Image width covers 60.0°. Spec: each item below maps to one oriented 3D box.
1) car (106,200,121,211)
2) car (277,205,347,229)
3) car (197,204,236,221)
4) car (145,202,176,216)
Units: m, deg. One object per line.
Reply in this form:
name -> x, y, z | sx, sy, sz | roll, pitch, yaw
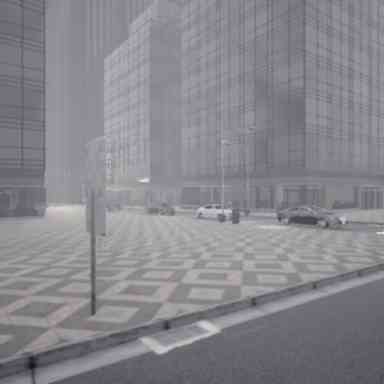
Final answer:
car -> -12.721, 2.033, 51.665 | 1.837, 1.490, 4.892 | 0, -1, -36
car -> 8.109, 1.672, 22.890 | 2.128, 1.511, 4.902 | 0, -1, -36
car -> 2.260, 1.858, 30.934 | 1.812, 1.442, 4.674 | 0, -1, -36
car -> -3.793, 1.993, 39.257 | 1.837, 1.490, 4.892 | 0, 0, -36
